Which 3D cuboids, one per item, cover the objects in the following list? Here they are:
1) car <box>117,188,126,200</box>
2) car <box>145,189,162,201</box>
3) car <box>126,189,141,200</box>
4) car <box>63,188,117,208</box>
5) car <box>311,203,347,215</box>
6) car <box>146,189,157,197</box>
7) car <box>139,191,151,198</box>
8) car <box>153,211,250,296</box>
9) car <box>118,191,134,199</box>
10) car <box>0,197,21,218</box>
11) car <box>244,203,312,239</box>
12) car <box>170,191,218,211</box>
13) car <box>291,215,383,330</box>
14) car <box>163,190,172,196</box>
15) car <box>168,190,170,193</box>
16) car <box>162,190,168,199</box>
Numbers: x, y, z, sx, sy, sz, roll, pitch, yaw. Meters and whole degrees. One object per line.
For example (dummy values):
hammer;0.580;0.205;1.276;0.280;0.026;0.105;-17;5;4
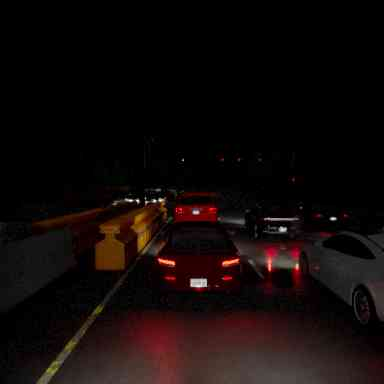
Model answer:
car;-13.635;0.378;58.040;2.150;2.045;5.566;0;1;1
car;-6.647;0.707;56.397;1.812;1.442;4.674;0;1;1
car;-10.104;0.686;60.325;1.994;1.385;4.181;0;1;1
car;-11.810;0.678;38.083;5.566;2.045;2.150;0;1;-17
car;7.219;1.308;18.961;1.994;1.385;4.181;0;1;0
car;-9.866;0.172;80.619;2.097;1.767;4.553;0;1;0
car;-9.952;0.523;70.401;1.994;1.385;4.181;0;1;0
car;0.141;1.431;8.264;1.812;1.442;4.674;0;1;0
car;-13.470;0.552;68.178;2.033;1.411;5.357;0;1;0
car;-13.885;1.155;23.397;1.882;1.535;5.008;1;1;-4
car;3.694;1.282;15.876;2.128;1.511;4.902;0;1;0
car;0.204;0.983;17.861;2.150;2.045;5.566;0;1;1
car;3.629;1.455;6.628;1.812;1.442;4.674;0;1;0
car;-6.319;0.272;86.233;2.033;1.411;5.357;0;1;0
car;-6.407;0.246;75.679;2.097;1.767;4.553;0;1;0
car;-6.526;0.533;65.663;2.128;1.511;4.902;0;1;1
